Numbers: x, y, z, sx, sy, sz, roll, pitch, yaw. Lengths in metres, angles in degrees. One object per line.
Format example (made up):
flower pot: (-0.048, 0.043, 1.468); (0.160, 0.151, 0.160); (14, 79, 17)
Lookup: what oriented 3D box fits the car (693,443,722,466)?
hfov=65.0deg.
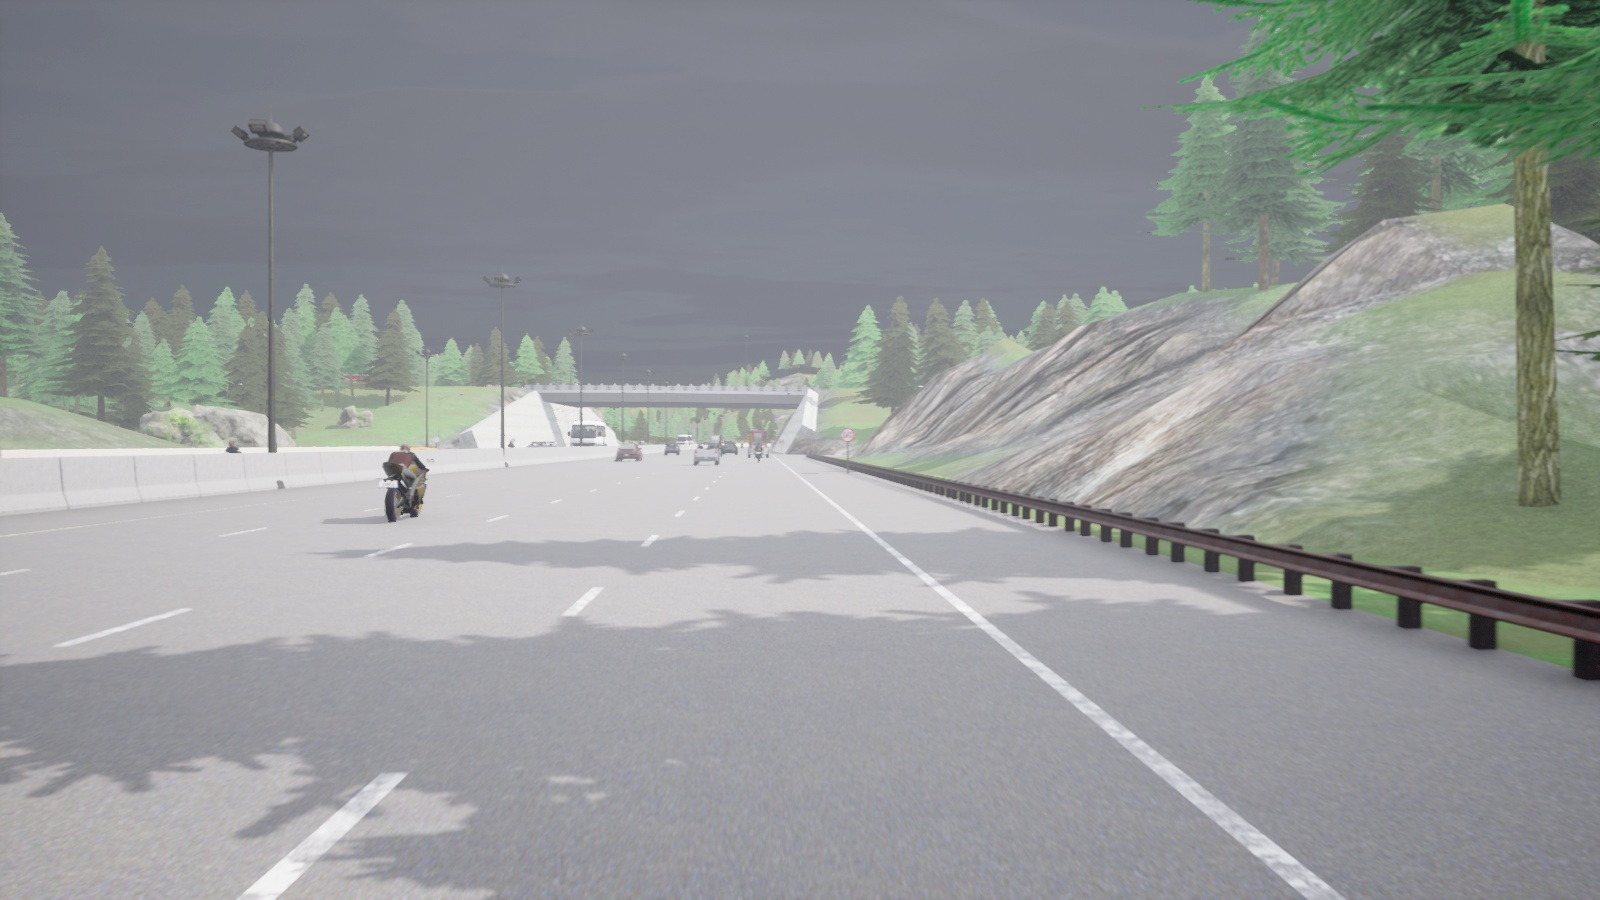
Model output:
car: (-6.258, 0.276, 85.223); (1.845, 1.501, 3.633); (0, 0, -2)

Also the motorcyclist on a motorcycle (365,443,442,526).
motorcyclist on a motorcycle: (-7.720, 0.638, 24.543); (0.866, 1.530, 2.191); (0, 0, -2)
